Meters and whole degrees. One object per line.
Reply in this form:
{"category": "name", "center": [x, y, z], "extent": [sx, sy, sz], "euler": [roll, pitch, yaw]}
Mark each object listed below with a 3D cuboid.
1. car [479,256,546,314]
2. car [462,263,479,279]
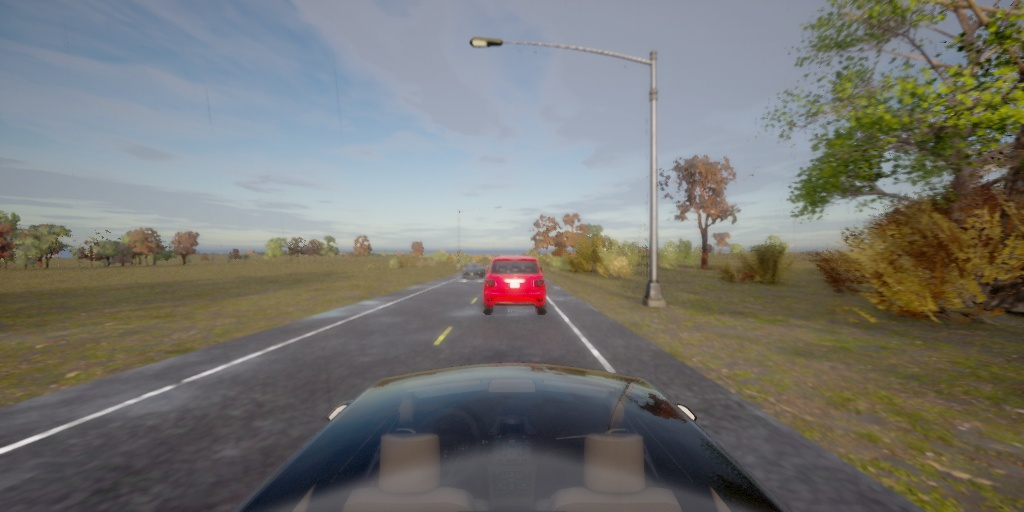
{"category": "car", "center": [0.098, 1.030, 14.161], "extent": [2.150, 2.045, 5.566], "euler": [0, 0, 0]}
{"category": "car", "center": [-3.594, 1.398, 34.346], "extent": [1.837, 1.490, 4.892], "euler": [0, 0, 0]}
